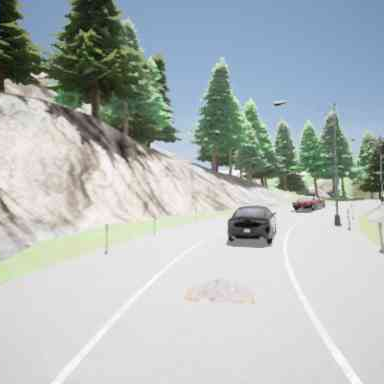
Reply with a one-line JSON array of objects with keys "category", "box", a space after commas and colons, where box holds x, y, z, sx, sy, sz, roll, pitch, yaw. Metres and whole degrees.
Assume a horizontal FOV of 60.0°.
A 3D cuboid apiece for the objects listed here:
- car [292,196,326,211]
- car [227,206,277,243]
[{"category": "car", "box": [11.293, 1.067, 31.843, 1.895, 1.301, 4.718, -3, 0, 37]}, {"category": "car", "box": [2.944, 1.378, 15.778, 1.882, 1.535, 5.008, -1, 1, 17]}]
